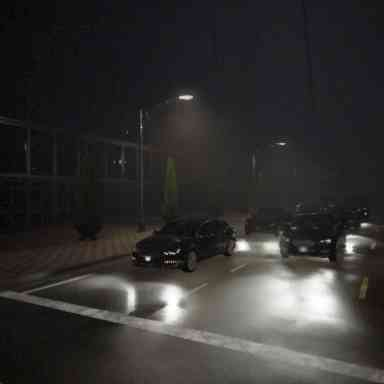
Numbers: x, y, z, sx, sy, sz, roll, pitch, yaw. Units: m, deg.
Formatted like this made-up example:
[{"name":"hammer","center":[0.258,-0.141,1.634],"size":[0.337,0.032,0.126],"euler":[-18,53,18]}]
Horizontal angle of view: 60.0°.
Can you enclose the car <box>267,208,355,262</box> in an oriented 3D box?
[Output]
[{"name":"car","center":[4.790,1.584,12.805],"size":[2.128,1.511,4.902],"euler":[-1,-1,30]}]

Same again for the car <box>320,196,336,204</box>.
[{"name":"car","center":[16.249,1.475,39.380],"size":[2.150,2.045,5.566],"euler":[-1,-1,31]}]

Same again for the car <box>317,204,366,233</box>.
[{"name":"car","center":[9.275,1.686,20.491],"size":[1.994,1.385,4.181],"euler":[-1,-1,31]}]

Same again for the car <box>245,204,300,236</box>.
[{"name":"car","center":[4.701,1.658,19.612],"size":[1.882,1.535,5.008],"euler":[-1,-1,30]}]

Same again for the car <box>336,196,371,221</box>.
[{"name":"car","center":[14.636,1.379,29.728],"size":[2.150,2.045,5.566],"euler":[-1,-1,30]}]

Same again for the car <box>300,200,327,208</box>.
[{"name":"car","center":[9.794,1.705,28.361],"size":[2.128,1.511,4.902],"euler":[-1,-1,30]}]

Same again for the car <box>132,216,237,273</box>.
[{"name":"car","center":[-0.024,1.654,11.504],"size":[1.837,1.490,4.892],"euler":[-1,-1,30]}]
